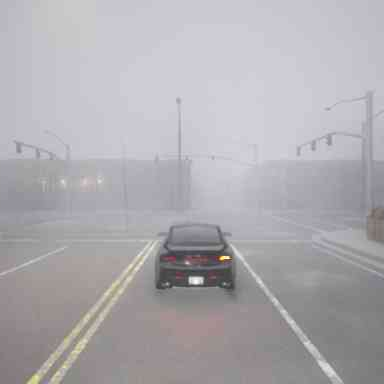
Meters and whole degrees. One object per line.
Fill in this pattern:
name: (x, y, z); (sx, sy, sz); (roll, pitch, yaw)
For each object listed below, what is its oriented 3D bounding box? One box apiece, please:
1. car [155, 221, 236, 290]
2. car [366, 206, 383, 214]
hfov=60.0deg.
car: (0.077, 1.553, 9.198); (1.837, 1.490, 4.892); (0, 0, 0)
car: (18.010, 1.674, 29.549); (4.674, 1.442, 1.812); (0, 0, -2)
